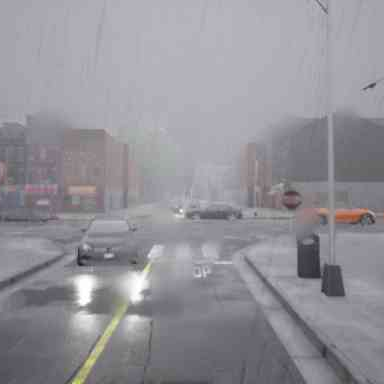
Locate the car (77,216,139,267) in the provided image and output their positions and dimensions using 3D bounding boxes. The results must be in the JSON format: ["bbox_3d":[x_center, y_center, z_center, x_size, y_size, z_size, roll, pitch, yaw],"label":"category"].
[{"bbox_3d":[-3.032,1.644,12.288,1.812,1.442,4.674,0,0,-13],"label":"car"}]

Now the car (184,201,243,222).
[{"bbox_3d":[2.003,1.841,29.560,5.008,1.535,1.882,1,-1,-1],"label":"car"}]

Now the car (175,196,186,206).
[{"bbox_3d":[-2.456,1.986,72.444,2.150,2.045,5.566,0,-1,0],"label":"car"}]

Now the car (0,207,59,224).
[{"bbox_3d":[-14.421,2.043,28.899,5.357,1.411,2.033,0,-2,8],"label":"car"}]

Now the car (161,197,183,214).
[{"bbox_3d":[-2.622,1.810,41.667,2.097,1.767,4.553,0,-1,2],"label":"car"}]

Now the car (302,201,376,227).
[{"bbox_3d":[10.092,1.432,22.954,4.553,1.767,2.097,-1,-2,-1],"label":"car"}]

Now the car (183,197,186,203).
[{"bbox_3d":[-2.517,2.110,57.101,2.128,1.511,4.902,0,-1,0],"label":"car"}]
